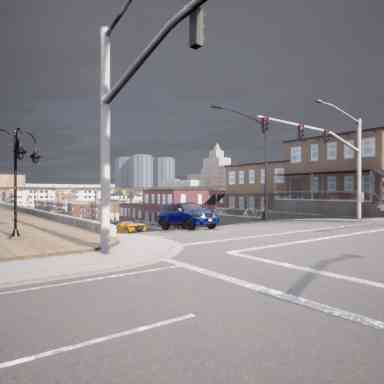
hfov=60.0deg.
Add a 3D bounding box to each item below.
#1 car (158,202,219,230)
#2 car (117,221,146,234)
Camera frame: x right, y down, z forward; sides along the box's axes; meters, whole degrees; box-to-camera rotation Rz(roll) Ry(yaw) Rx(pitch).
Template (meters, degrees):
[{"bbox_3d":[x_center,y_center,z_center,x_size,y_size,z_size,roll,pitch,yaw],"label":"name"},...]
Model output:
[{"bbox_3d":[-0.421,1.777,24.633,2.150,2.045,5.566,0,-5,-36],"label":"car"},{"bbox_3d":[-6.313,3.602,32.644,1.882,1.535,5.008,0,-12,-36],"label":"car"}]
